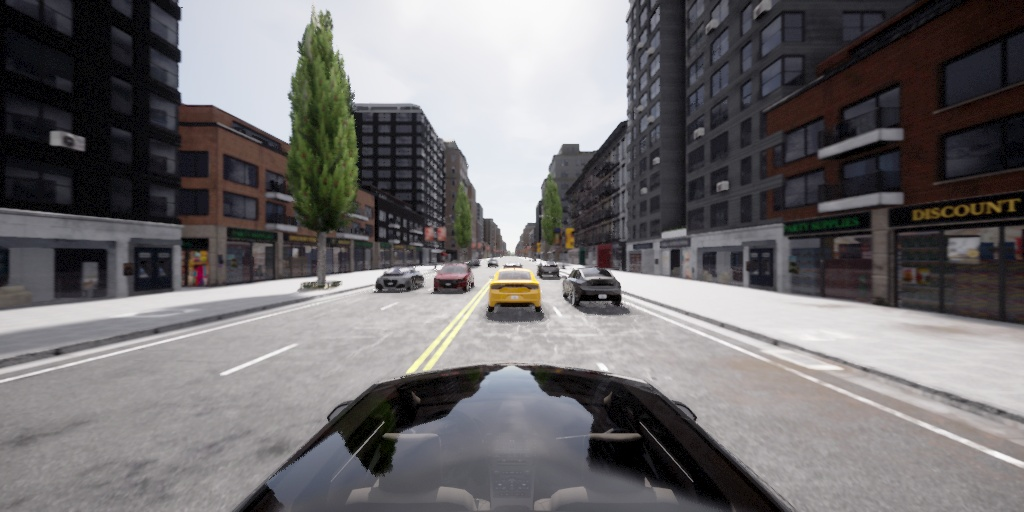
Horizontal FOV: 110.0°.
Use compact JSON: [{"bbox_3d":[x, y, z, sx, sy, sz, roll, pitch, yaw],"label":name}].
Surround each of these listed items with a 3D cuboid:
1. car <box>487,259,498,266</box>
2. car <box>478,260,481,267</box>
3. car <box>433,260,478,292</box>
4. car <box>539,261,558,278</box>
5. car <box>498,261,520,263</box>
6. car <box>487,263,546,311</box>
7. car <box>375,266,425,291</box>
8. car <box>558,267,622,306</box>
[{"bbox_3d":[-3.286,1.222,62.672,1.837,1.490,4.892,0,0,1],"label":"car"},{"bbox_3d":[-6.530,1.320,62.650,1.895,1.301,4.718,0,0,1],"label":"car"},{"bbox_3d":[-3.349,1.224,21.356,1.882,1.535,5.008,0,0,0],"label":"car"},{"bbox_3d":[3.351,1.232,33.911,2.128,1.511,4.902,0,0,0],"label":"car"},{"bbox_3d":[0.091,1.232,33.919,2.128,1.511,4.902,0,0,0],"label":"car"},{"bbox_3d":[0.097,1.226,14.463,1.882,1.535,5.008,0,0,0],"label":"car"},{"bbox_3d":[-6.599,1.310,21.450,1.994,1.385,4.181,0,0,0],"label":"car"},{"bbox_3d":[3.349,1.253,15.668,1.837,1.490,4.892,0,0,0],"label":"car"}]
